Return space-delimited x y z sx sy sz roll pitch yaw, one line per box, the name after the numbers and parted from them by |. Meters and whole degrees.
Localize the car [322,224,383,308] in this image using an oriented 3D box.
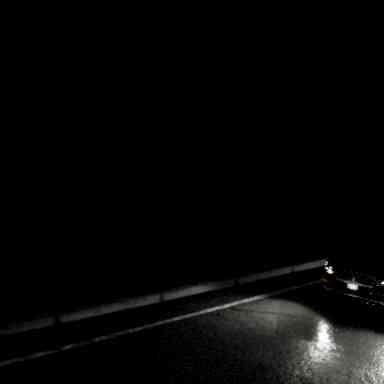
4.870 1.432 7.304 4.892 1.490 1.837 0 0 -34 | car
